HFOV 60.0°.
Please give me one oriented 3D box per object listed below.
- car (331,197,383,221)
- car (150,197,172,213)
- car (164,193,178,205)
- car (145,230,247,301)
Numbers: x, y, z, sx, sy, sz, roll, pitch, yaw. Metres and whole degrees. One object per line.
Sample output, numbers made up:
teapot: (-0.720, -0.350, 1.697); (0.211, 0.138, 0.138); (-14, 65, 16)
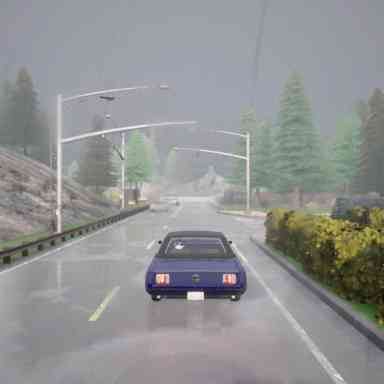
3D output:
car: (13.039, 1.382, 24.067); (5.566, 2.045, 2.150); (0, 0, -2)
car: (-3.600, 1.601, 37.371); (1.895, 1.301, 4.718); (0, 0, 0)
car: (-3.522, 1.226, 57.233); (2.150, 2.045, 5.566); (0, 0, 0)
car: (0.081, 1.601, 8.263); (1.895, 1.301, 4.718); (0, 0, 0)
